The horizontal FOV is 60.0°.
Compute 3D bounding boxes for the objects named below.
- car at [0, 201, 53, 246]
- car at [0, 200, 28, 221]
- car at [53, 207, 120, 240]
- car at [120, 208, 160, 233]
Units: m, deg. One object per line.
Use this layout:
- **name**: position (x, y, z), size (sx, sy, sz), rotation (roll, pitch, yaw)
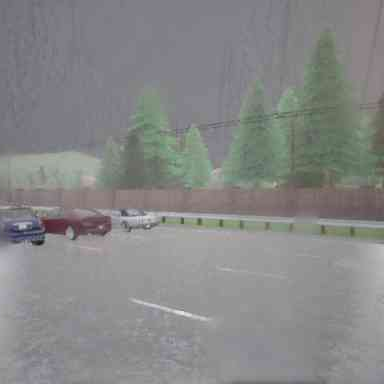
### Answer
- **car**: position (-8.251, 1.363, 14.054), size (4.553, 1.767, 2.097), rotation (0, 0, 36)
- **car**: position (-16.423, 1.493, 28.481), size (4.902, 1.511, 2.128), rotation (0, 0, 36)
- **car**: position (-6.243, 1.482, 16.921), size (5.008, 1.535, 1.882), rotation (0, 0, 36)
- **car**: position (-4.235, 1.614, 19.788), size (4.718, 1.301, 1.895), rotation (0, 0, 36)
